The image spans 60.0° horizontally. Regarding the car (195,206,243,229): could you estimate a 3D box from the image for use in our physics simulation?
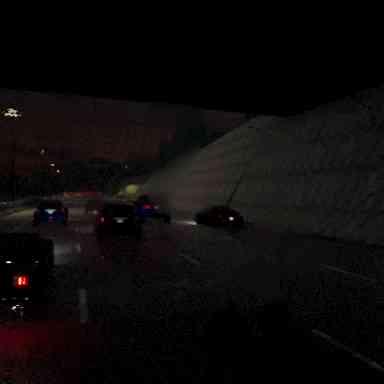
[{"bbox_3d":[1.702,1.586,22.102,1.994,1.385,4.181,0,0,-20],"label":"car"}]

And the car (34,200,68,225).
[{"bbox_3d":[-10.296,1.398,24.484,2.097,1.767,4.553,0,0,-20],"label":"car"}]

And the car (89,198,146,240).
[{"bbox_3d":[-4.043,1.379,17.369,2.097,1.767,4.553,0,0,-20],"label":"car"}]

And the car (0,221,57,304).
[{"bbox_3d":[-4.360,1.617,7.838,1.895,1.301,4.718,0,0,-20],"label":"car"}]

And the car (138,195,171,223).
[{"bbox_3d":[-3.264,1.254,25.607,2.150,2.045,5.566,0,-1,-20],"label":"car"}]

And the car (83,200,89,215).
[{"bbox_3d":[-10.242,1.536,34.762,1.882,1.535,5.008,0,0,-20],"label":"car"}]

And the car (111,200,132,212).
[{"bbox_3d":[-8.664,1.663,40.762,1.895,1.301,4.718,0,0,-20],"label":"car"}]
